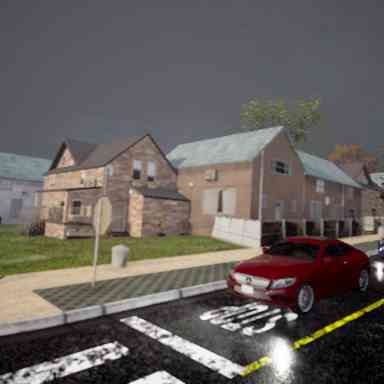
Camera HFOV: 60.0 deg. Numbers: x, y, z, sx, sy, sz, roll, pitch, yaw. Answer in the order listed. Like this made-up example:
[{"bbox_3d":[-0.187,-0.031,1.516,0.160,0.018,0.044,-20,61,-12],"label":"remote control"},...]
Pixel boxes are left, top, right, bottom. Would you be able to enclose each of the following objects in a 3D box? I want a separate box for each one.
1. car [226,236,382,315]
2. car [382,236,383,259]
[{"bbox_3d":[2.921,1.884,8.507,4.674,1.442,1.812,3,-3,-41],"label":"car"},{"bbox_3d":[10.257,2.154,15.147,4.553,1.767,2.097,4,-3,-42],"label":"car"}]
